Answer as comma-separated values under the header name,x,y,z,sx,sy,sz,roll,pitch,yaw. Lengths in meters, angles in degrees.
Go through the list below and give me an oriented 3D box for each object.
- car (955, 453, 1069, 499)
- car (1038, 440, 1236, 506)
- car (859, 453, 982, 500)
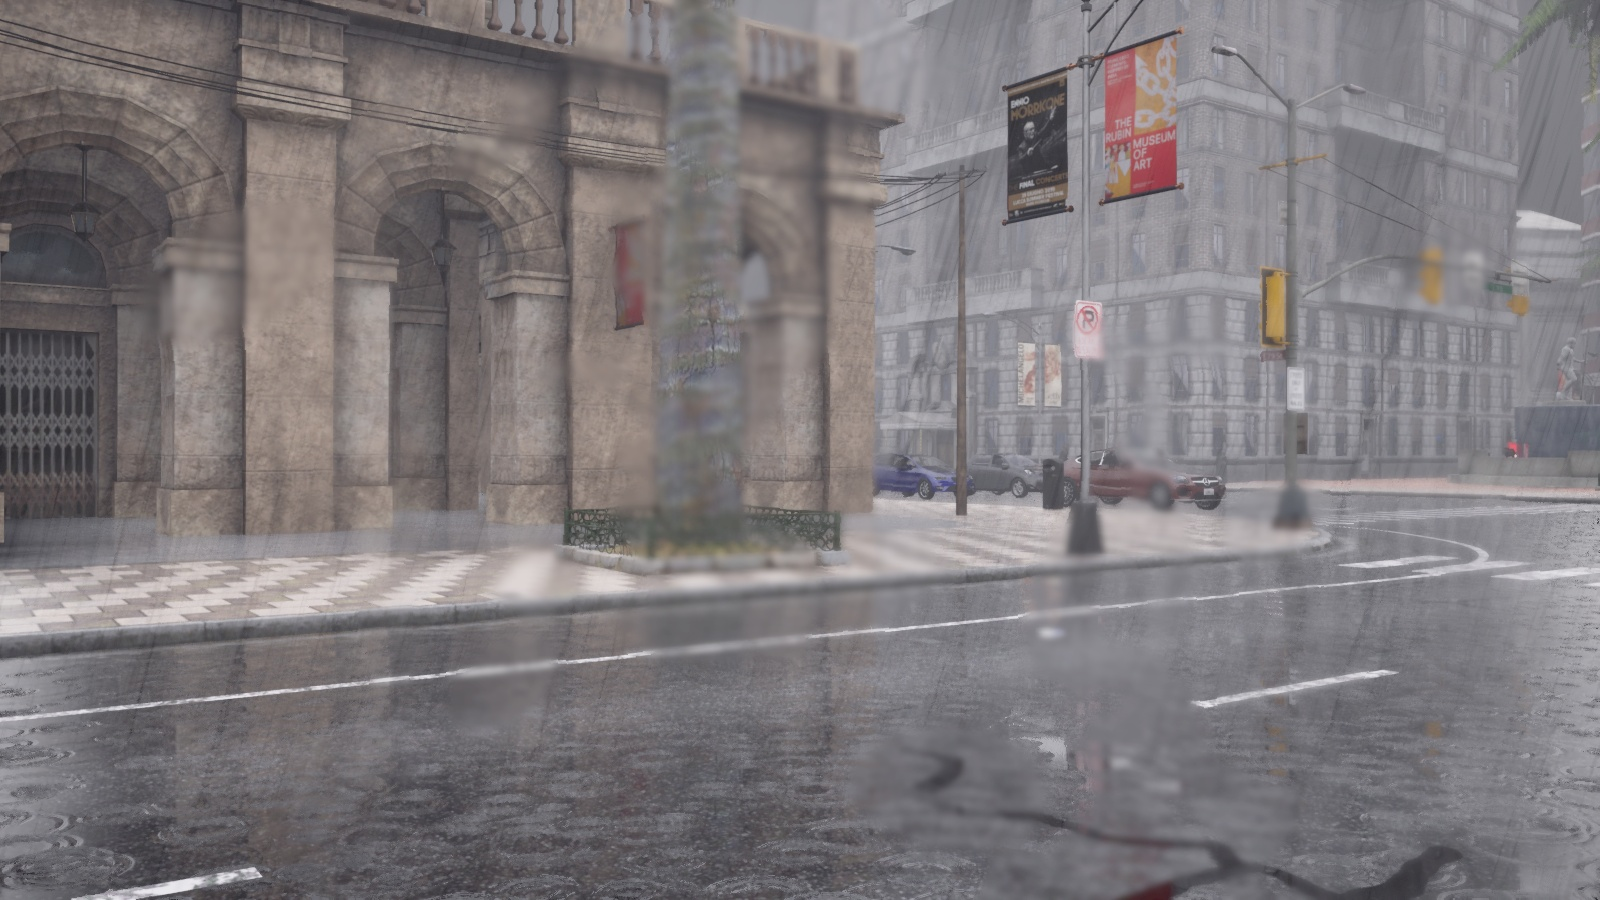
name,x,y,z,sx,sy,sz,roll,pitch,yaw
car,7.234,0.849,43.140,1.845,1.501,3.633,0,0,-35
car,9.144,0.588,34.468,2.152,1.651,5.027,0,0,-35
car,3.948,0.852,41.834,1.816,1.474,4.193,0,0,-34
